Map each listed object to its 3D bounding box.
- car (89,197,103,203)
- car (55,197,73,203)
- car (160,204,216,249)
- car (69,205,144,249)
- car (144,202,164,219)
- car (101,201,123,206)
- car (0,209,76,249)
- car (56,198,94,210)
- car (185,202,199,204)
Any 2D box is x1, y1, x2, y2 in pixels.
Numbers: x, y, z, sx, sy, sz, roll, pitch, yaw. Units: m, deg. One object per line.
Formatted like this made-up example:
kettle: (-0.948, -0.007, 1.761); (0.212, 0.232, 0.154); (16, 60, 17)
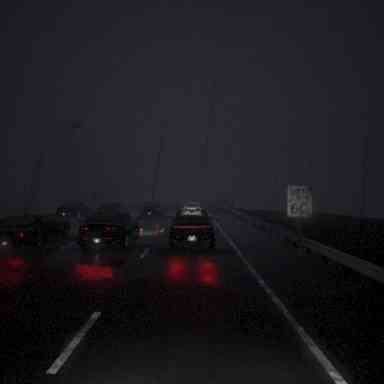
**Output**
car: (-21.000, 1.733, 72.935); (1.812, 1.442, 4.674); (0, -1, 0)
car: (-28.000, 1.749, 72.935); (2.033, 1.411, 5.357); (0, -1, 0)
car: (0.000, 1.513, 14.652); (2.128, 1.511, 4.902); (0, 0, 0)
car: (-3.501, 1.538, 14.651); (1.837, 1.490, 4.892); (0, 0, 0)
car: (-3.500, 1.578, 29.651); (1.812, 1.442, 4.674); (0, 0, 0)
car: (-7.000, 1.562, 29.651); (1.837, 1.490, 4.892); (0, 0, 0)
car: (-7.000, 1.640, 14.681); (1.895, 1.301, 4.718); (0, 0, 0)
car: (-10.500, 1.562, 29.651); (1.837, 1.490, 4.892); (0, 0, 0)
car: (0.000, 1.578, 29.651); (1.812, 1.442, 4.674); (0, 0, 0)
